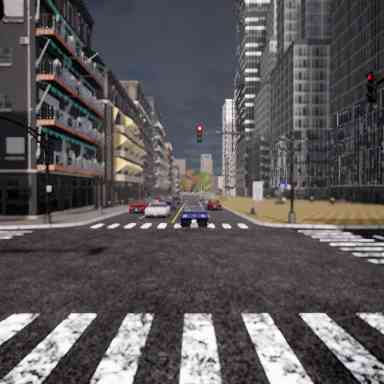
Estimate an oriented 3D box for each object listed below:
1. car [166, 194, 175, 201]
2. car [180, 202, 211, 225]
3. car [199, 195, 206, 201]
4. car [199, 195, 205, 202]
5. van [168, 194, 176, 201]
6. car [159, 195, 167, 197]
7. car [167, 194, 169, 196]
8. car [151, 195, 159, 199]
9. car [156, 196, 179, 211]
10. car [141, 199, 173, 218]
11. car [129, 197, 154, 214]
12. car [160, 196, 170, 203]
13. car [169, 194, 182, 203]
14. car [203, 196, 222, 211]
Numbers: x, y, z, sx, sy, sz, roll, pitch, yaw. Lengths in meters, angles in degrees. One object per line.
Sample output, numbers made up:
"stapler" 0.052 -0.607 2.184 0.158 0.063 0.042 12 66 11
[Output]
"car" -5.553 1.373 86.701 2.192 1.841 5.009 -1 0 0
"car" 0.145 1.613 24.129 1.895 1.301 4.718 0 0 0
"car" 2.807 1.589 92.563 1.752 1.417 4.829 -1 0 0
"car" 2.758 1.589 64.147 2.008 1.369 4.403 -1 0 0
"van" -5.543 1.405 92.348 1.690 1.788 3.998 -1 0 0
"car" -5.612 1.344 52.807 2.192 1.841 5.009 -1 0 0
"car" -5.600 1.473 58.455 1.967 1.590 4.097 -1 0 0
"car" -5.630 1.460 41.509 1.967 1.590 4.097 -1 0 0
"car" -3.022 1.583 41.770 1.994 1.385 4.181 0 0 0
"car" -3.047 1.614 29.908 1.895 1.301 4.718 0 0 0
"car" -5.638 1.561 35.860 1.887 1.381 4.507 -1 0 0
"car" -5.579 1.625 69.754 1.802 1.307 4.206 -1 0 0
"car" -2.896 1.548 63.715 1.837 1.490 4.892 0 0 0
"car" 2.718 1.565 41.551 1.887 1.381 4.507 -1 0 0
